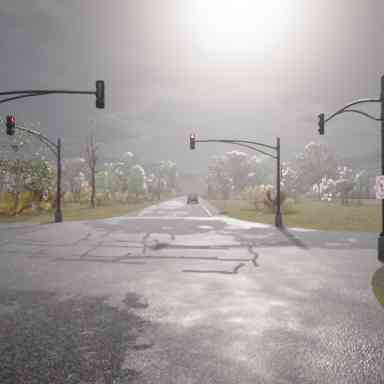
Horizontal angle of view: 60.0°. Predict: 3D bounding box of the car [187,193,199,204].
[{"bbox_3d":[0.158,1.291,67.595,2.150,2.045,5.566,0,0,0],"label":"car"}]
